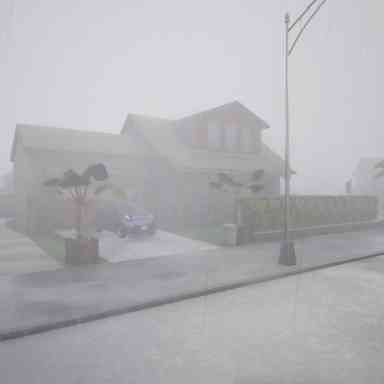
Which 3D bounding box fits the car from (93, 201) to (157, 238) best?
[{"bbox_3d":[-3.094,1.174,15.242,1.845,1.501,3.633,0,0,-38],"label":"car"}]
